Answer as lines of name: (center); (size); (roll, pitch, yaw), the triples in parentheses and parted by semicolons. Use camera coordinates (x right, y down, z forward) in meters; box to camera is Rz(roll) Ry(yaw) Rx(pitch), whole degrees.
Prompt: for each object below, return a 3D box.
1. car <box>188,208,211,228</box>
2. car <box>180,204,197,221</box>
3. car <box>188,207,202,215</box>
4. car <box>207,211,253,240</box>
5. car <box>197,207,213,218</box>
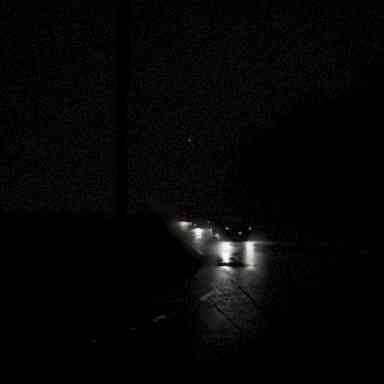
car: (1.113, 2.526, 31.705); (1.837, 1.490, 4.892); (0, -2, -8)
car: (-0.342, 2.594, 42.329); (2.150, 2.045, 5.566); (0, -2, -7)
car: (0.493, 3.570, 62.547); (1.895, 1.301, 4.718); (0, -2, -8)
car: (2.492, 2.200, 21.718); (1.812, 1.442, 4.674); (0, -2, -8)
car: (1.999, 3.190, 52.324); (1.812, 1.442, 4.674); (0, -2, -8)
